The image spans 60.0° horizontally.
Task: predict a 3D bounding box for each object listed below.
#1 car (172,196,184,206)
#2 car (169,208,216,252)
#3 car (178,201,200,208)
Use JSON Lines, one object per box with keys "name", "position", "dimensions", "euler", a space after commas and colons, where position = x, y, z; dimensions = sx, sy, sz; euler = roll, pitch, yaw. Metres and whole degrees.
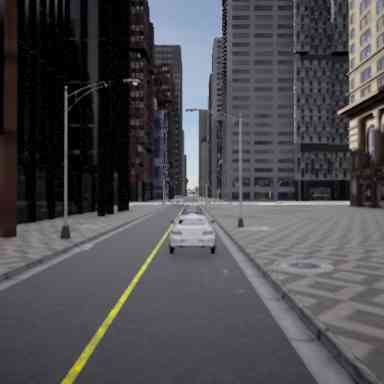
{"name": "car", "position": [-2.925, 1.895, 70.661], "dimensions": [2.150, 2.045, 5.566], "euler": [0, -1, 0]}
{"name": "car", "position": [0.022, 1.661, 14.378], "dimensions": [1.812, 1.442, 4.674], "euler": [0, 0, 0]}
{"name": "car", "position": [0.032, 1.821, 28.987], "dimensions": [2.033, 1.411, 5.357], "euler": [0, -1, 0]}
